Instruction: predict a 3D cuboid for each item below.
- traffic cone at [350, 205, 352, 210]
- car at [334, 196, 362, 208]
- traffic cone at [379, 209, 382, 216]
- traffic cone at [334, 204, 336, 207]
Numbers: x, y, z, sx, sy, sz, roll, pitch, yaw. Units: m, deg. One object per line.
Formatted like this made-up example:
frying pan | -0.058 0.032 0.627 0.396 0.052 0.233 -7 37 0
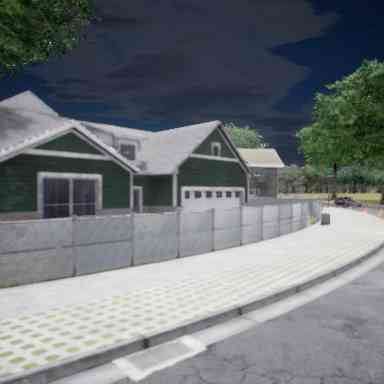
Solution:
traffic cone | 18.424 1.779 38.609 0.340 0.580 0.340 0 0 6
car | 20.433 1.316 43.802 1.812 1.442 4.674 0 0 -1
traffic cone | 16.609 1.830 29.266 0.340 0.580 0.340 0 0 16
traffic cone | 18.662 1.757 43.368 0.340 0.580 0.340 0 0 0
